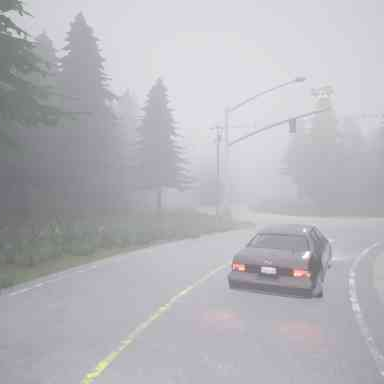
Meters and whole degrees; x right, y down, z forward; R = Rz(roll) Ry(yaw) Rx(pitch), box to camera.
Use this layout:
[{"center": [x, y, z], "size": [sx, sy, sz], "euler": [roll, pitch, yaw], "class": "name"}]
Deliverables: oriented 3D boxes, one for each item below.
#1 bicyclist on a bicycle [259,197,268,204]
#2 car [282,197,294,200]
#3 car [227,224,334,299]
[{"center": [8.680, 1.480, 40.159], "size": [1.656, 1.620, 0.582], "euler": [0, 0, -1], "class": "bicyclist on a bicycle"}, {"center": [18.690, 1.590, 64.556], "size": [1.994, 1.385, 4.181], "euler": [0, 0, 45], "class": "car"}, {"center": [2.536, 1.547, 8.645], "size": [2.033, 1.411, 5.357], "euler": [0, 0, 25], "class": "car"}]
